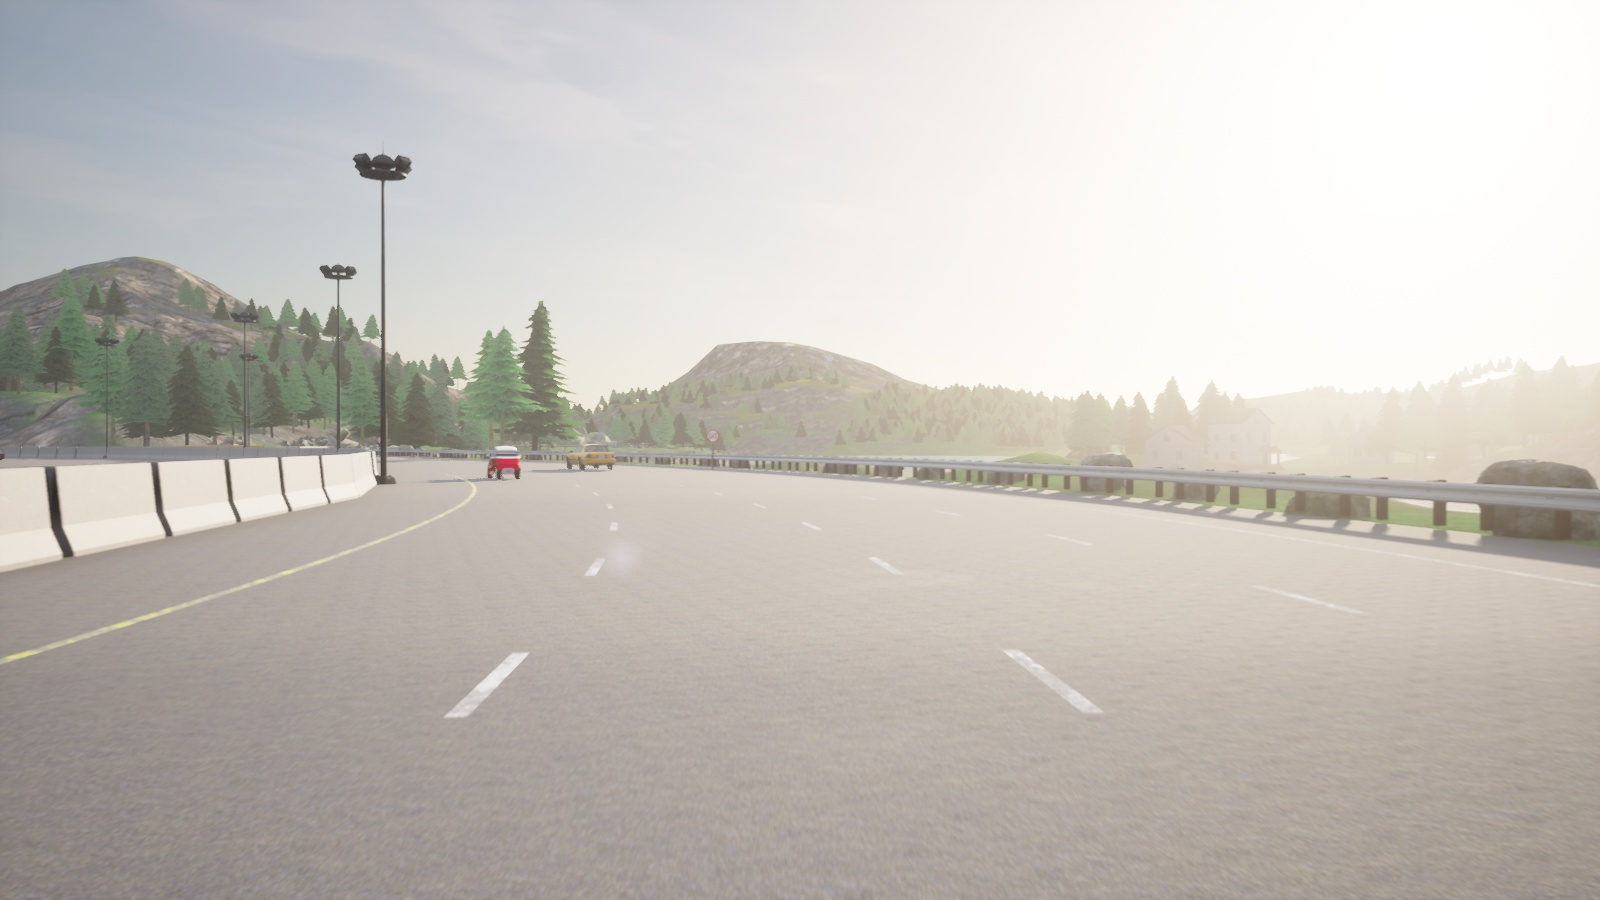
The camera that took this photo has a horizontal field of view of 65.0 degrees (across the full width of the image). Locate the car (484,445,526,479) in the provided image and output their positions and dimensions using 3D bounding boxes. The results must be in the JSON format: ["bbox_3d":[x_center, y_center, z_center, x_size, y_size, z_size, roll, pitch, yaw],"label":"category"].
[{"bbox_3d":[-12.422,0.494,52.846,1.481,1.376,2.207,0,1,-19],"label":"car"}]

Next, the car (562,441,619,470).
[{"bbox_3d":[-11.775,0.281,70.223,1.801,1.575,5.366,0,0,-24],"label":"car"}]
